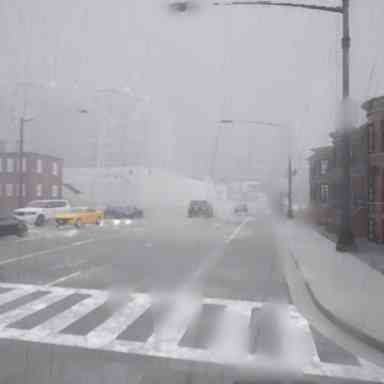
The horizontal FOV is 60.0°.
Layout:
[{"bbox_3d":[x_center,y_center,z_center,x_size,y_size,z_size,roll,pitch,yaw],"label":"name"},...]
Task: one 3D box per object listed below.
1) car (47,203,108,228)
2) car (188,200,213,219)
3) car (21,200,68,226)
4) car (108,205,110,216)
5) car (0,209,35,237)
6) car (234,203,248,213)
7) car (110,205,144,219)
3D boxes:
[{"bbox_3d":[-8.859,1.906,26.261,1.882,1.535,5.008,0,-1,12],"label":"car"},{"bbox_3d":[1.009,1.931,37.705,2.150,2.045,5.566,0,-2,11],"label":"car"},{"bbox_3d":[-12.196,1.646,27.377,2.150,2.045,5.566,0,-1,13],"label":"car"},{"bbox_3d":[-9.982,2.152,37.404,1.812,1.442,4.674,0,-1,13],"label":"car"},{"bbox_3d":[-10.755,1.817,17.595,1.994,1.385,4.181,0,-1,12],"label":"car"},{"bbox_3d":[7.635,2.511,51.646,2.128,1.511,4.902,0,-1,12],"label":"car"},{"bbox_3d":[-6.734,2.187,35.908,1.994,1.385,4.181,0,-1,12],"label":"car"}]
